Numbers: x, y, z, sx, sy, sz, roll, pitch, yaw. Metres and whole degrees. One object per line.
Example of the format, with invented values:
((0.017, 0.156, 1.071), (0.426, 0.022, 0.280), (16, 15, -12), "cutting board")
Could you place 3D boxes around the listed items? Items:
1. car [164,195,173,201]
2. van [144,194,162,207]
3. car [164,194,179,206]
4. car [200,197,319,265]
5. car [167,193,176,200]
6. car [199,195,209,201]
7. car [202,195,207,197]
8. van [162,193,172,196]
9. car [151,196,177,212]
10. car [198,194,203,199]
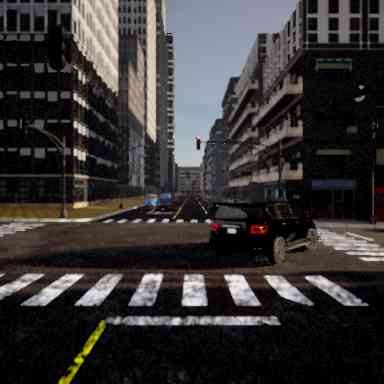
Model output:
((-5.687, 1.380, 80.941), (2.008, 1.369, 4.403), (0, 0, 0), "car")
((-5.690, 1.237, 47.014), (1.690, 1.788, 3.998), (0, 0, 0), "van")
((-3.070, 1.484, 53.356), (1.895, 1.301, 4.718), (0, 0, 0), "car")
((2.837, 1.289, 12.326), (2.150, 2.045, 5.566), (-1, 0, 37), "car")
((-5.688, 1.124, 92.249), (2.192, 1.841, 5.009), (0, 0, 0), "car")
((2.692, 1.385, 75.286), (1.887, 1.381, 4.507), (0, 0, 0), "car")
((2.690, 1.441, 47.015), (1.887, 1.381, 4.507), (0, 0, 0), "car")
((-5.689, 1.192, 69.631), (1.690, 1.788, 3.998), (0, 0, 0), "van")
((-3.096, 1.462, 37.883), (2.033, 1.411, 5.357), (0, 0, 0), "car")
((2.692, 1.413, 63.978), (2.008, 1.369, 4.403), (0, 0, 0), "car")
